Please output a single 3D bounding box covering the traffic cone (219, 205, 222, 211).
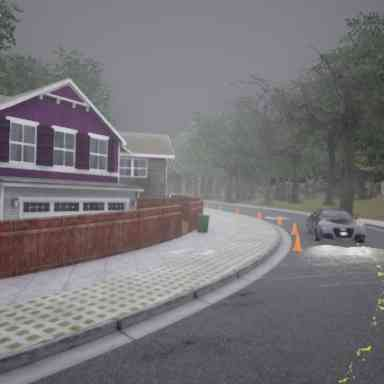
[{"bbox_3d":[3.008,1.693,35.525,0.340,0.580,0.340,1,0,-14],"label":"traffic cone"}]

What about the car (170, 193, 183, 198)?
[{"bbox_3d":[-2.993,0.937,67.014,2.097,1.767,4.553,1,0,-19],"label":"car"}]

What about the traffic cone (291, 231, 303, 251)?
[{"bbox_3d":[3.969,1.895,12.492,0.340,0.580,0.340,1,1,21],"label":"traffic cone"}]

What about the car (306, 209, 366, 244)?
[{"bbox_3d":[6.591,1.499,15.558,1.994,1.385,4.181,1,1,11],"label":"car"}]

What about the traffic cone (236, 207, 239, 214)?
[{"bbox_3d":[4.178,1.723,30.662,0.340,0.580,0.340,1,0,-14],"label":"traffic cone"}]

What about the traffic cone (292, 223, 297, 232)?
[{"bbox_3d":[5.209,1.857,16.870,0.340,0.580,0.340,1,1,11],"label":"traffic cone"}]
